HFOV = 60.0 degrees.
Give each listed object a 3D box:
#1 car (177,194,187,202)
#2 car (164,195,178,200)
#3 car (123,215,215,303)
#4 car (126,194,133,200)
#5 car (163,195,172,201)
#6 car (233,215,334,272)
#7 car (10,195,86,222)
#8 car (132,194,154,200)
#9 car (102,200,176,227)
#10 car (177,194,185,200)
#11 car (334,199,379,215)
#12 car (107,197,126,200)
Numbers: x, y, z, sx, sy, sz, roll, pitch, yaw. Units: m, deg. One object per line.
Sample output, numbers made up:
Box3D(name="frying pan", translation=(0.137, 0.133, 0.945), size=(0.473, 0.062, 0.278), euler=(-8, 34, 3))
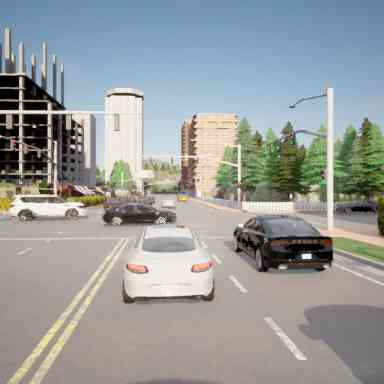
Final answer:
Box3D(name="car", translation=(-2.117, 1.470, 76.939), size=(1.882, 1.535, 5.008), euler=(0, 0, -4))
Box3D(name="car", translation=(-3.368, 1.525, 47.626), size=(1.812, 1.442, 4.674), euler=(0, 0, -4))
Box3D(name="car", translation=(-0.590, 1.526, 8.129), size=(1.812, 1.442, 4.674), euler=(0, 0, -5))
Box3D(name="car", translation=(-11.000, 1.477, 53.105), size=(1.882, 1.535, 5.008), euler=(0, 0, -4))
Box3D(name="car", translation=(-6.060, 1.525, 82.900), size=(2.128, 1.511, 4.902), euler=(0, 0, -4))
Box3D(name="car", translation=(2.674, 1.478, 10.868), size=(1.882, 1.535, 5.008), euler=(0, 0, -5))
Box3D(name="car", translation=(-11.382, 1.223, 26.533), size=(5.566, 2.045, 2.150), euler=(0, 1, -17))
Box3D(name="car", translation=(-7.187, 1.491, 48.852), size=(2.128, 1.511, 4.902), euler=(0, 0, -4))
Box3D(name="car", translation=(-3.489, 1.507, 22.323), size=(4.892, 1.490, 1.837), euler=(-1, 0, -3))
Box3D(name="car", translation=(-2.812, 1.304, 86.487), size=(1.882, 1.535, 5.008), euler=(0, 0, -4))
Box3D(name="car", translation=(17.050, 1.491, 34.008), size=(4.902, 1.511, 2.128), euler=(0, 0, -3))
Box3D(name="car", translation=(-10.332, 1.478, 43.779), size=(1.882, 1.535, 5.008), euler=(0, 0, -4))
